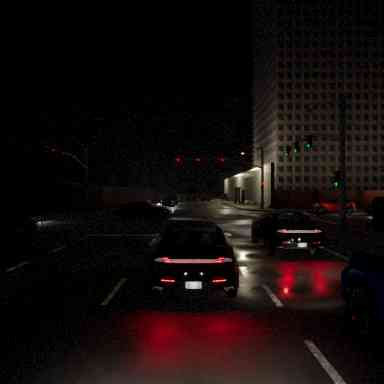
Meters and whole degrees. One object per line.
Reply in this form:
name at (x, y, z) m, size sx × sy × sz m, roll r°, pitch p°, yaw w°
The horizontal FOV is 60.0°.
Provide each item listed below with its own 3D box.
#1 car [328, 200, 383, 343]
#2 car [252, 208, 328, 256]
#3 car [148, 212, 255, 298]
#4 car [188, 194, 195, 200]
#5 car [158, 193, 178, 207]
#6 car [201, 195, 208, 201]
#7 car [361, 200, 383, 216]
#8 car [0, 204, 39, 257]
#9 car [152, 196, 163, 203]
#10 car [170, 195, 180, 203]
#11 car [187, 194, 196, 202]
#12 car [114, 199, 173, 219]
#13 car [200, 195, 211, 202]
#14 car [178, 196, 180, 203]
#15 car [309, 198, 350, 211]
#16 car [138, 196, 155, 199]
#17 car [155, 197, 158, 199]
car at (3.595, 1.221, 3.283) m, size 2.150 × 2.045 × 5.566 m, roll 0°, pitch 0°, yaw 0°
car at (3.562, 1.492, 13.128) m, size 2.128 × 1.511 × 4.902 m, roll 0°, pitch 0°, yaw 0°
car at (0.044, 1.492, 8.510) m, size 2.128 × 1.511 × 4.902 m, roll 0°, pitch 0°, yaw 0°
car at (-0.130, 1.328, 89.033) m, size 1.837 × 1.490 × 4.892 m, roll 0°, pitch 0°, yaw 0°
car at (-3.661, 1.352, 51.398) m, size 2.097 × 1.767 × 4.553 m, roll 0°, pitch 0°, yaw 0°
car at (3.370, 1.500, 89.134) m, size 1.837 × 1.490 × 4.892 m, roll 0°, pitch 0°, yaw 0°
car at (19.366, 1.533, 32.284) m, size 5.008 × 1.535 × 1.882 m, roll 0°, pitch 0°, yaw 0°
car at (-7.057, 1.352, 11.126) m, size 2.097 × 1.767 × 4.553 m, roll 0°, pitch 0°, yaw 0°
car at (-7.101, 1.601, 68.767) m, size 1.895 × 1.301 × 4.718 m, roll 0°, pitch 0°, yaw 0°
car at (-3.604, 1.478, 71.135) m, size 1.882 × 1.535 × 5.008 m, roll 0°, pitch 0°, yaw 0°
car at (-0.115, 1.347, 78.781) m, size 2.097 × 1.767 × 4.553 m, roll 0°, pitch 0°, yaw 0°
car at (-4.271, 1.553, 28.500) m, size 4.674 × 1.442 × 1.812 m, roll 0°, pitch 0°, yaw 0°
car at (3.385, 1.524, 78.828) m, size 1.812 × 1.442 × 4.674 m, roll 0°, pitch 0°, yaw 0°
car at (-3.651, 1.221, 60.987) m, size 2.150 × 2.045 × 5.566 m, roll 0°, pitch 0°, yaw 0°
car at (14.981, 1.407, 35.769) m, size 4.553 × 1.767 × 2.097 m, roll 0°, pitch 0°, yaw 0°
car at (-7.163, 1.478, 49.282) m, size 1.882 × 1.535 × 5.008 m, roll 0°, pitch 0°, yaw 0°
car at (-7.166, 1.478, 58.604) m, size 1.882 × 1.535 × 5.008 m, roll 0°, pitch 0°, yaw 0°
